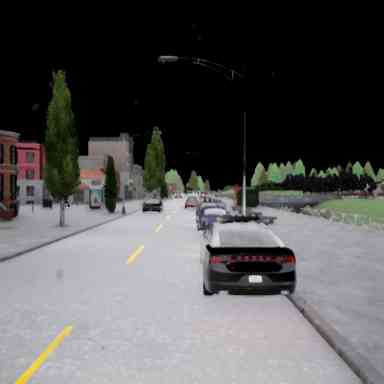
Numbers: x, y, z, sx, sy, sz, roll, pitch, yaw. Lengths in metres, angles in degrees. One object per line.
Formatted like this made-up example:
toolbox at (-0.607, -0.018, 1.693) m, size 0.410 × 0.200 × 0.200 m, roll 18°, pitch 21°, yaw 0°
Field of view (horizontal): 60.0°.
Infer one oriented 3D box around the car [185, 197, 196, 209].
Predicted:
car at (0.033, 1.505, 44.569) m, size 1.994 × 1.385 × 4.181 m, roll 0°, pitch 0°, yaw 0°

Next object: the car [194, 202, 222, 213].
car at (1.202, 1.501, 18.660) m, size 1.812 × 1.442 × 4.674 m, roll 0°, pitch 0°, yaw 0°

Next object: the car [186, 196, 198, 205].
car at (0.004, 1.472, 56.870) m, size 2.033 × 1.411 × 5.357 m, roll 0°, pitch 0°, yaw 0°

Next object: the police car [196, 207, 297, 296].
police car at (1.183, 1.413, 8.773) m, size 1.930 × 1.638 × 5.238 m, roll 0°, pitch 0°, yaw 0°

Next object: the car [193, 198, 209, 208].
car at (1.201, 1.472, 24.660) m, size 1.837 × 1.490 × 4.892 m, roll 0°, pitch 0°, yaw 0°

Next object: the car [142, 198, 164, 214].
car at (-4.096, 1.431, 35.478) m, size 1.882 × 1.535 × 5.008 m, roll 0°, pitch 0°, yaw 0°
